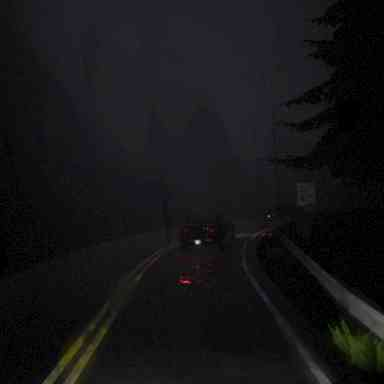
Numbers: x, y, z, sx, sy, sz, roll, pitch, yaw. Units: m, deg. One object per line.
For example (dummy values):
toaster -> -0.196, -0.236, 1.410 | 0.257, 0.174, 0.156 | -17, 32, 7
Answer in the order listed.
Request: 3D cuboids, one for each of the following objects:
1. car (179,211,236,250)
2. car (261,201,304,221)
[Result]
car -> 0.791, 1.627, 14.930 | 1.837, 1.490, 4.892 | -1, 0, 14
car -> 7.558, 1.537, 27.192 | 1.837, 1.490, 4.892 | -5, -2, 44
